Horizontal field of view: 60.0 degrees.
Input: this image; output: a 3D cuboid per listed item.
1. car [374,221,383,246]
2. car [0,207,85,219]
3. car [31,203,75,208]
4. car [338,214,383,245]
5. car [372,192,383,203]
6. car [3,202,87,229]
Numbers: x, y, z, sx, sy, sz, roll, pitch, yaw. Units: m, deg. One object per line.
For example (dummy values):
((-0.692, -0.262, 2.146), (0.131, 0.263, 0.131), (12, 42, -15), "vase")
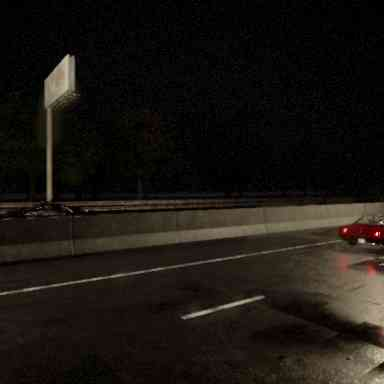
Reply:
((6.913, 1.508, 8.700), (4.674, 1.442, 1.812), (0, 0, -35), "car")
((-7.423, 1.596, 15.898), (4.718, 1.301, 1.895), (0, 0, -36), "car")
((-8.657, 1.498, 19.319), (4.892, 1.490, 1.837), (0, 0, -36), "car")
((8.296, 1.575, 13.999), (4.718, 1.301, 1.895), (0, 0, -35), "car")
((30.222, 1.033, 51.625), (5.566, 2.045, 2.150), (0, 0, -36), "car")
((-9.965, 1.483, 22.687), (4.902, 1.511, 2.128), (0, 0, -36), "car")
